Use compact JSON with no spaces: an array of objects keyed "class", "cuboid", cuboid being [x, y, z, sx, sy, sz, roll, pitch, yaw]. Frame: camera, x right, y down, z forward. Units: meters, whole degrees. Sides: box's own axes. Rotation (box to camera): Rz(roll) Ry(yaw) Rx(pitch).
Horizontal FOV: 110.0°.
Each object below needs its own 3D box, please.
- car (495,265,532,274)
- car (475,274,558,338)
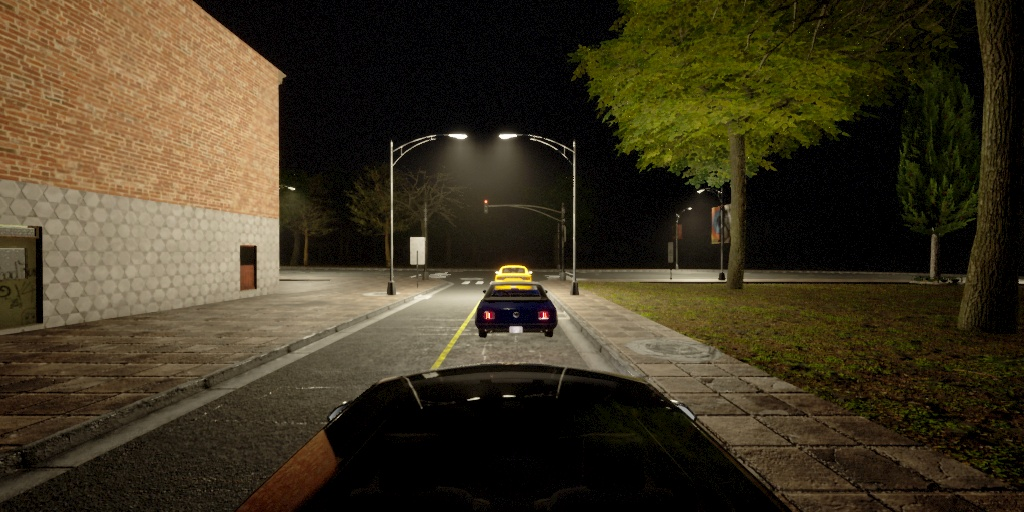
[{"class":"car","cuboid":[0.093,1.255,19.547,1.882,1.535,5.008,0,0,1]},{"class":"car","cuboid":[0.095,1.356,10.202,1.895,1.301,4.718,0,0,0]}]
